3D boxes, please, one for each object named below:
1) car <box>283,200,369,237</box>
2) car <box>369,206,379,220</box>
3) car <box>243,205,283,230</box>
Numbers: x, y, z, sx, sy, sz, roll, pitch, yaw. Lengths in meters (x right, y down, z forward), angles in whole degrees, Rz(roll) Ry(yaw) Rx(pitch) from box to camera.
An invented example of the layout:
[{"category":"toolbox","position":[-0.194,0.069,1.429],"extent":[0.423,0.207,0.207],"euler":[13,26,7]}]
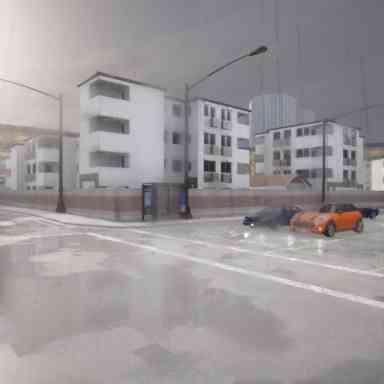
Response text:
[{"category":"car","position":[7.354,1.363,18.112],"extent":[4.553,1.767,2.097],"euler":[0,0,-38]},{"category":"car","position":[13.251,1.634,27.106],"extent":[4.718,1.301,1.895],"euler":[0,0,-37]},{"category":"car","position":[5.649,1.557,21.237],"extent":[5.357,1.411,2.033],"euler":[0,0,-38]}]
